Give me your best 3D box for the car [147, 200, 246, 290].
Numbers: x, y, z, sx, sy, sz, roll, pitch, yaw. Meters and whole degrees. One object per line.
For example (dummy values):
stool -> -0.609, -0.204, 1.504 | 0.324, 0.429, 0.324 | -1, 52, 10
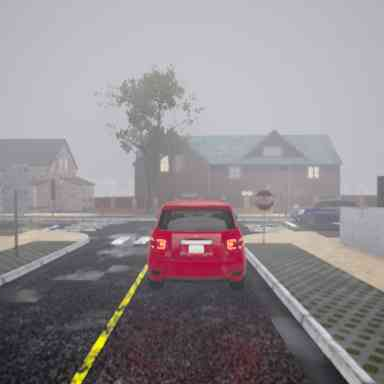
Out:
car -> 0.138, 1.215, 9.227 | 2.150, 2.045, 5.566 | 0, 0, 1

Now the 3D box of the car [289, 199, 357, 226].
car -> 9.022, 1.301, 22.563 | 4.553, 1.767, 2.097 | 0, 1, -1
